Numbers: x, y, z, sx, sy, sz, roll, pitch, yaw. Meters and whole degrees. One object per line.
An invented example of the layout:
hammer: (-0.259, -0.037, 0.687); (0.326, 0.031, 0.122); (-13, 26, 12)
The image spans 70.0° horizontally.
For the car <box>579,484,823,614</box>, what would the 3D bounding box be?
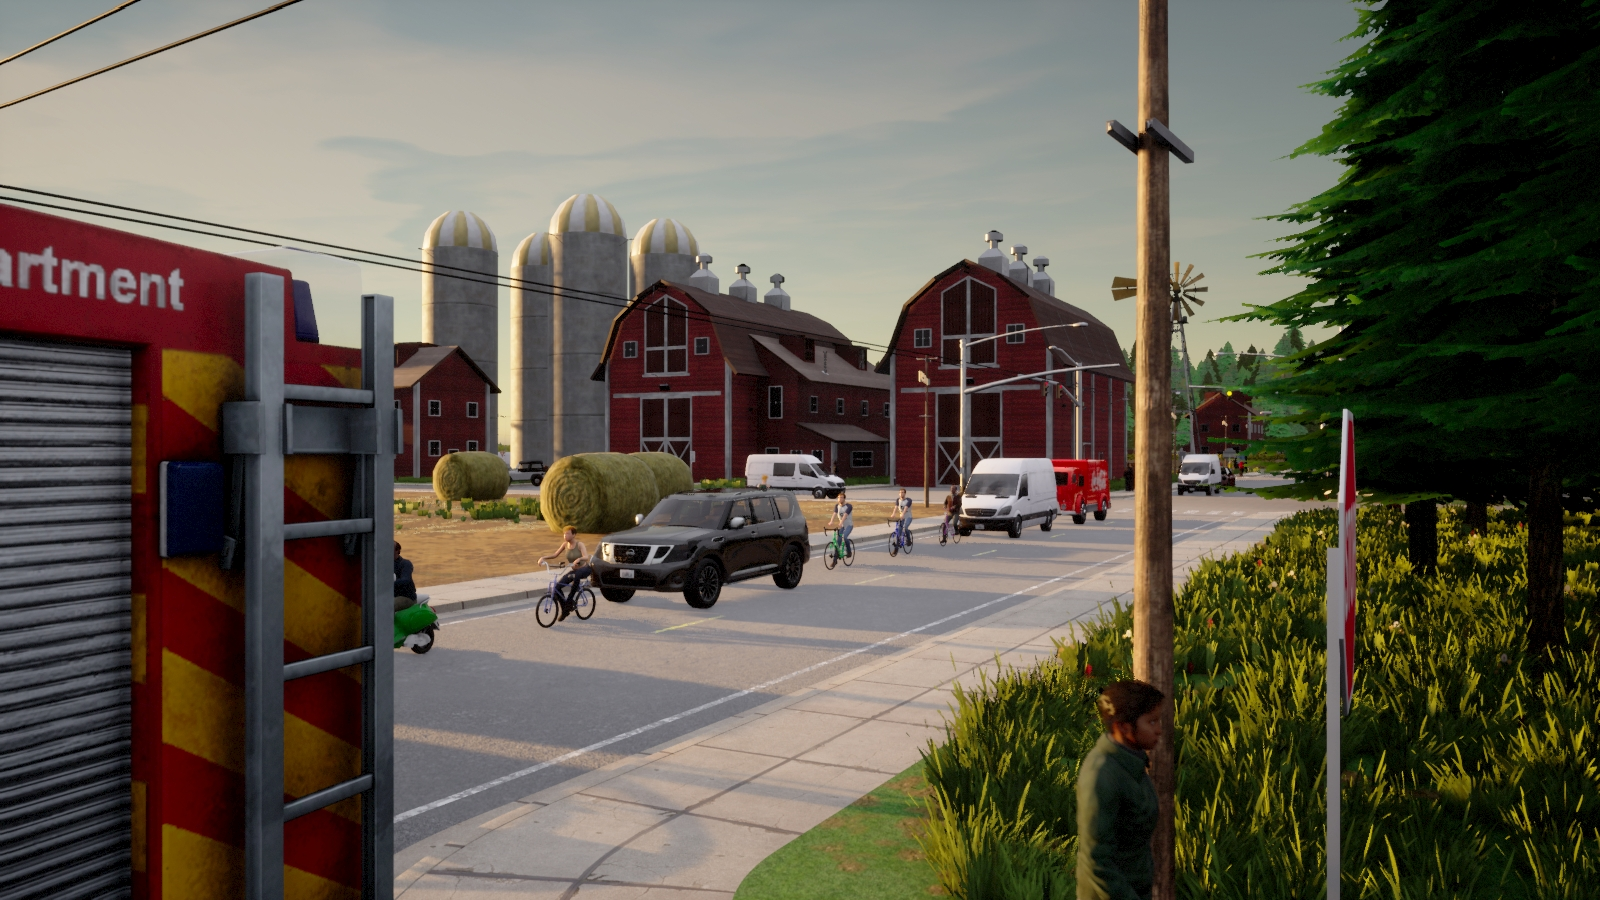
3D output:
car: (-1.726, 1.779, 22.457); (2.150, 2.045, 5.566); (0, 0, 27)

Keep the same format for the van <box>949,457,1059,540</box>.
van: (7.076, 1.534, 38.966); (1.988, 2.561, 5.915); (0, 0, 28)

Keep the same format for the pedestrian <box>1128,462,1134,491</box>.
pedestrian: (21.414, 1.695, 73.883); (0.375, 1.860, 0.375); (0, 0, 20)

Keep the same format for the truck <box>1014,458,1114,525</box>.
truck: (10.574, 1.568, 45.388); (2.627, 2.467, 5.204); (0, 0, 28)

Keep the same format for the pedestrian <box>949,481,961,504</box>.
pedestrian: (7.539, 2.054, 55.498); (0.500, 1.100, 0.500); (0, 0, 22)

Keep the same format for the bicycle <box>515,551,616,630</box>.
bicycle: (-3.799, 2.256, 18.612); (0.859, 1.080, 1.487); (0, 0, 28)

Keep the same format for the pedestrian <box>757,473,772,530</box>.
pedestrian: (-1.163, 1.684, 37.508); (0.375, 1.860, 0.375); (0, 0, 17)

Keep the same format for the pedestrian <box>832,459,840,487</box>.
pedestrian: (2.400, 1.552, 76.760); (0.375, 1.860, 0.375); (0, 0, 36)

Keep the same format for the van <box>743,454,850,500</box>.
van: (-0.232, 1.504, 65.682); (5.915, 2.561, 1.988); (0, 0, 27)

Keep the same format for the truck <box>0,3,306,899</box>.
truck: (-6.025, 0.867, 3.724); (8.468, 3.827, 2.891); (0, 0, 21)

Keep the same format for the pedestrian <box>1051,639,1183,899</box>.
pedestrian: (1.162, 1.663, 4.179); (0.375, 1.860, 0.375); (0, 0, 32)

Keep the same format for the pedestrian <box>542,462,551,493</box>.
pedestrian: (-15.287, 1.670, 68.942); (0.375, 1.860, 0.375); (0, 0, 35)

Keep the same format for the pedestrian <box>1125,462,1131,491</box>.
pedestrian: (21.004, 1.695, 73.122); (0.375, 1.860, 0.375); (0, 0, 21)

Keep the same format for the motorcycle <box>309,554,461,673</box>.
motorcycle: (-5.538, 2.142, 15.342); (0.856, 1.316, 1.805); (0, 0, 28)

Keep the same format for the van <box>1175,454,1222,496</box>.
van: (25.700, 1.534, 73.537); (1.988, 2.561, 5.915); (0, 0, 28)
